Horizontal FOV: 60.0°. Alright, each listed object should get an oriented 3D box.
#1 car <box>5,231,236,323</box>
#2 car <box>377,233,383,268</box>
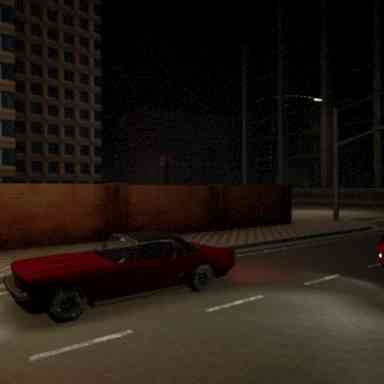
[{"bbox_3d":[-1.374,1.582,7.277,4.718,1.301,1.895,0,0,-35],"label":"car"},{"bbox_3d":[7.355,1.154,9.126,5.566,2.045,2.150,0,0,-36],"label":"car"}]
